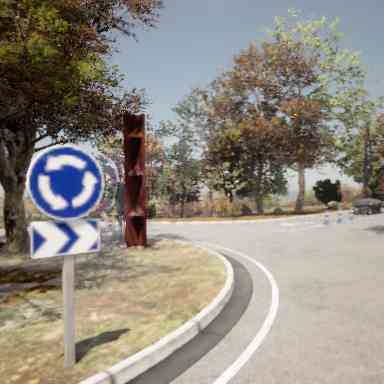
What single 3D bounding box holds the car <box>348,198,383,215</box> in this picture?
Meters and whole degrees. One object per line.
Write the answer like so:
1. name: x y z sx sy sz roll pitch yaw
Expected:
1. car: 16.841 1.399 32.113 4.892 1.490 1.837 -1 0 -42
